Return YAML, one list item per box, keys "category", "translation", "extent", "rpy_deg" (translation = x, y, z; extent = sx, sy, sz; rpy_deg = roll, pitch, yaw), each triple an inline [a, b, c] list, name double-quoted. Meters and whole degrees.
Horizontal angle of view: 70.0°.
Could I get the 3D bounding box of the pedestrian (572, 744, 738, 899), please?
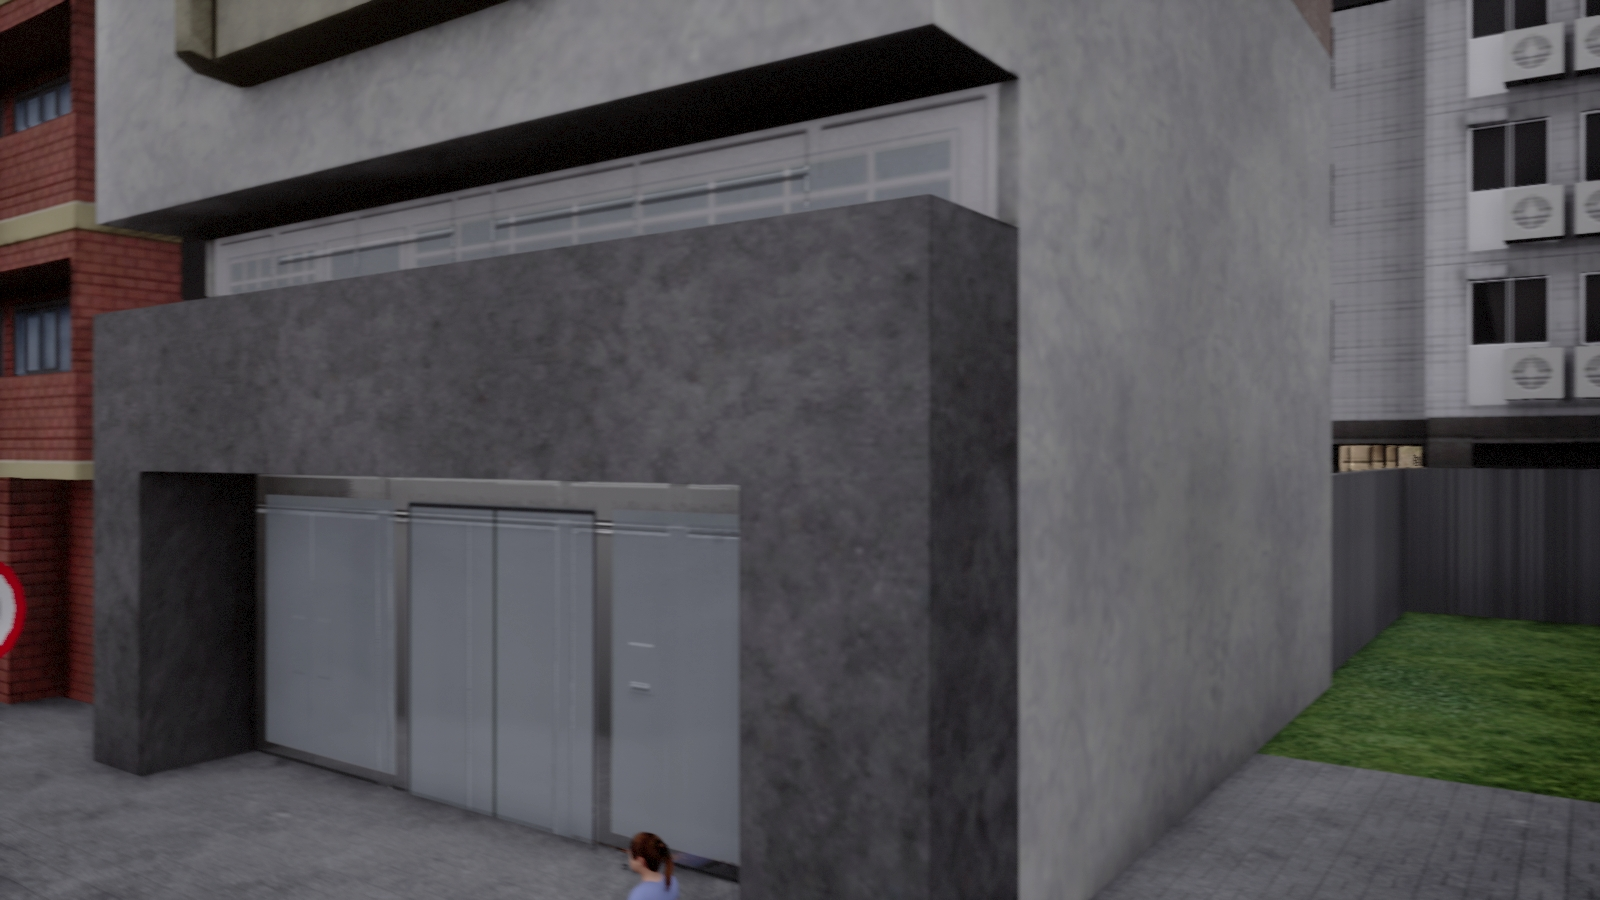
- category: "pedestrian"
  translation: [-0.619, 1.903, 4.897]
  extent: [0.500, 1.100, 0.500]
  rpy_deg: [0, 0, 38]
